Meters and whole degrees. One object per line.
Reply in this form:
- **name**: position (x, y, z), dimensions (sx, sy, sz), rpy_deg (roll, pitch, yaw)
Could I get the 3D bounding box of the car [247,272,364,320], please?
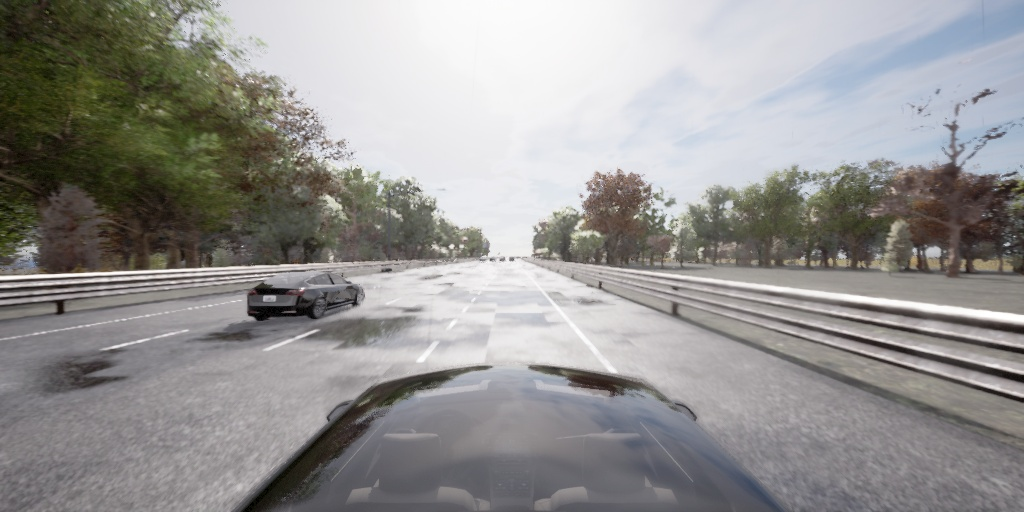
- **car**: position (-6.992, 1.277, 12.675), dimensions (2.163, 1.488, 4.792), rpy_deg (0, 0, 0)
